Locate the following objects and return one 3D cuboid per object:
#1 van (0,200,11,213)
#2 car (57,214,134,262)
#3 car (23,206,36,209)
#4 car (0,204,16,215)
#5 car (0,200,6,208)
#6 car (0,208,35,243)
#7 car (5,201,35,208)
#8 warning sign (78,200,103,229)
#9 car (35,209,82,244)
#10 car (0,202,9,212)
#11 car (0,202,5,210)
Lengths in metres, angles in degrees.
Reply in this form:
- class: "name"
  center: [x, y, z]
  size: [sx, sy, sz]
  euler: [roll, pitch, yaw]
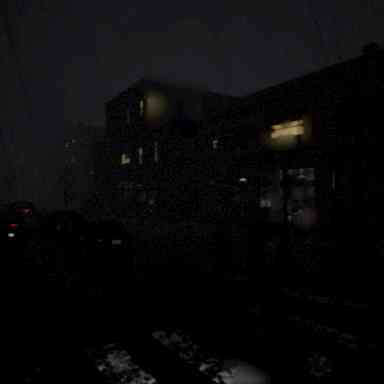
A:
- class: "van"
  center: [-28.379, 2.175, 50.113]
  size: [1.690, 1.788, 3.998]
  euler: [-1, 0, -34]
- class: "car"
  center: [-3.748, 1.790, 13.188]
  size: [1.947, 1.339, 4.313]
  euler: [-1, 0, -34]
- class: "car"
  center: [-10.000, 1.905, 22.561]
  size: [1.752, 1.417, 4.829]
  euler: [-1, 0, -34]
- class: "car"
  center: [-25.296, 2.340, 45.496]
  size: [1.802, 1.307, 4.206]
  euler: [-1, 0, -34]
- class: "car"
  center: [-22.220, 2.122, 40.882]
  size: [1.967, 1.590, 4.097]
  euler: [-1, 0, -34]
- class: "car"
  center: [-9.671, 1.809, 17.398]
  size: [2.128, 1.511, 4.902]
  euler: [0, -1, -34]
- class: "car"
  center: [-16.066, 1.845, 31.651]
  size: [2.192, 1.841, 5.009]
  euler: [-1, 0, -34]
- class: "warning sign"
  center: [-6.726, 1.463, 21.958]
  size: [1.300, 1.860, 1.060]
  euler: [1, -1, -34]
- class: "car"
  center: [-6.828, 1.741, 17.805]
  size: [1.967, 1.590, 4.097]
  euler: [-1, 0, -34]
- class: "car"
  center: [-31.454, 2.455, 54.727]
  size: [1.887, 1.381, 4.507]
  euler: [-1, 0, -34]
- class: "car"
  center: [-34.532, 2.568, 59.342]
  size: [1.802, 1.307, 4.206]
  euler: [-1, 0, -34]
